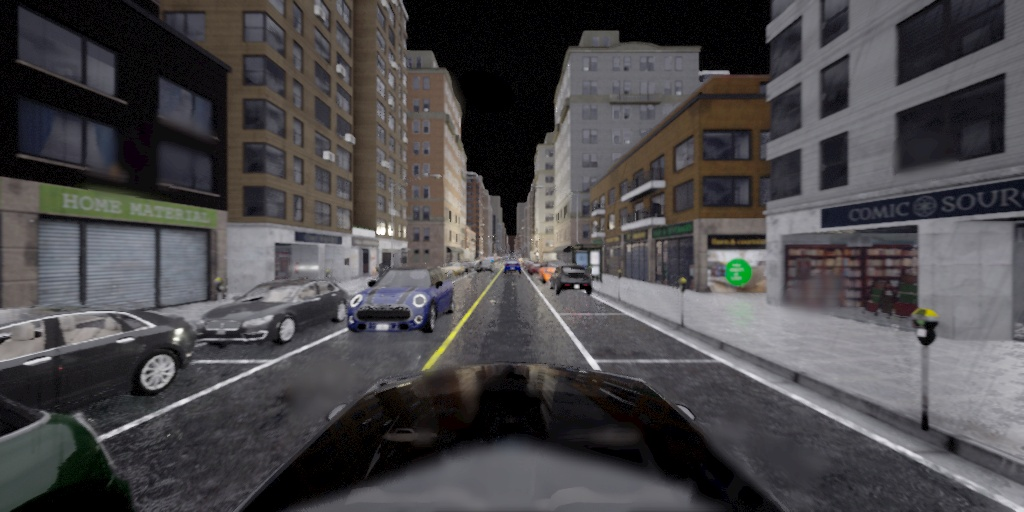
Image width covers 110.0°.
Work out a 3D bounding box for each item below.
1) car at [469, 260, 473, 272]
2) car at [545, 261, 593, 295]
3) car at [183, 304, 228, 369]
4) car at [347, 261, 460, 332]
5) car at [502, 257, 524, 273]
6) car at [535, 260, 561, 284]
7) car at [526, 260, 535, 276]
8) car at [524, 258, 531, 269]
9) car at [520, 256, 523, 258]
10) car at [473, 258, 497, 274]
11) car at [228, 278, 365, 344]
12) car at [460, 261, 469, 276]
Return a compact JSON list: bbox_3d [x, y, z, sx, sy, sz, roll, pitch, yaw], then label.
[{"bbox_3d":[-5.842,1.290,42.545,1.948,1.339,4.313,0,0,0],"label":"car"},{"bbox_3d":[3.153,1.242,19.874,1.837,1.490,4.892,0,0,0],"label":"car"},{"bbox_3d":[-5.856,1.300,3.880,2.007,1.370,4.403,0,0,0],"label":"car"},{"bbox_3d":[-3.058,1.097,10.771,2.097,1.767,4.553,0,0,1],"label":"car"},{"bbox_3d":[0.077,1.202,42.046,1.882,1.535,5.008,0,0,0],"label":"car"},{"bbox_3d":[3.123,1.087,26.845,2.097,1.767,4.553,0,0,0],"label":"car"},{"bbox_3d":[2.682,1.310,37.037,1.802,1.307,4.207,0,0,0],"label":"car"},{"bbox_3d":[2.684,1.269,42.562,1.888,1.381,4.507,0,0,0],"label":"car"},{"bbox_3d":[2.692,1.146,64.663,1.967,1.591,4.097,0,0,0],"label":"car"},{"bbox_3d":[-3.068,1.231,41.399,1.837,1.490,4.892,0,0,0],"label":"car"},{"bbox_3d":[-5.854,1.296,9.404,2.007,1.370,4.403,0,0,0],"label":"car"},{"bbox_3d":[-5.844,1.254,36.852,1.751,1.417,4.829,0,0,0],"label":"car"}]
